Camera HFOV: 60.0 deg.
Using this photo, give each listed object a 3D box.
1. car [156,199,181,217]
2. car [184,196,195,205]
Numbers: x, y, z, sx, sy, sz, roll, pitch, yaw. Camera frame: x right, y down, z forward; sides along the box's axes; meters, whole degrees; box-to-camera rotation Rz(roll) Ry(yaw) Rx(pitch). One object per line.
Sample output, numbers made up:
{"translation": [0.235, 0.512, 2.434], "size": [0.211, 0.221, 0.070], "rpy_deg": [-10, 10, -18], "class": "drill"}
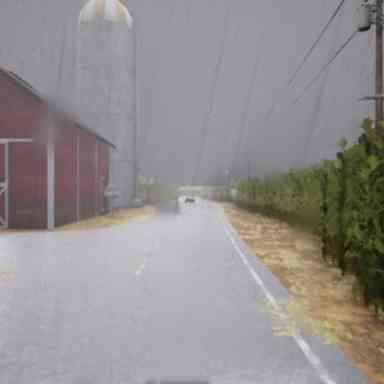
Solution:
{"translation": [-2.140, 1.495, 31.385], "size": [1.837, 1.490, 4.892], "rpy_deg": [0, 0, 4], "class": "car"}
{"translation": [-0.356, 1.379, 57.420], "size": [1.895, 1.301, 4.718], "rpy_deg": [0, 0, 1], "class": "car"}
